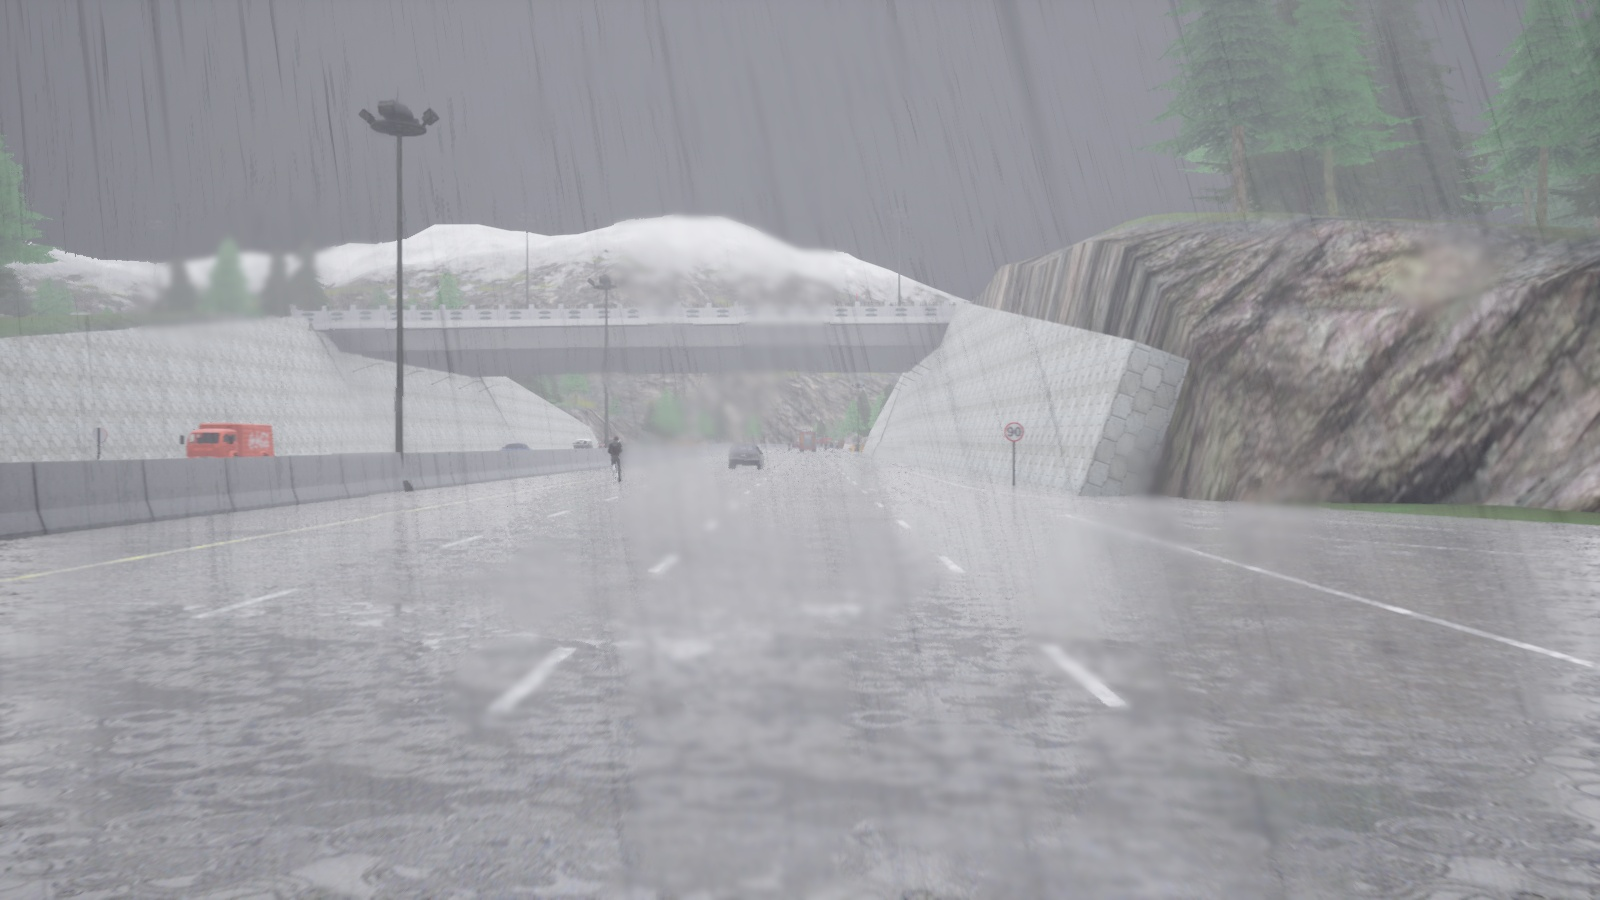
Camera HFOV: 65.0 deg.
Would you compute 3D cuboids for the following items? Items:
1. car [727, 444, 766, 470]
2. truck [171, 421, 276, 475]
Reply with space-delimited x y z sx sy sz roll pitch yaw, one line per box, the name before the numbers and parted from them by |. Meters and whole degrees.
car | -3.070 0.380 72.933 2.033 1.411 5.357 0 0 0
truck | -27.641 -0.107 60.403 2.627 2.467 5.204 0 1 0
